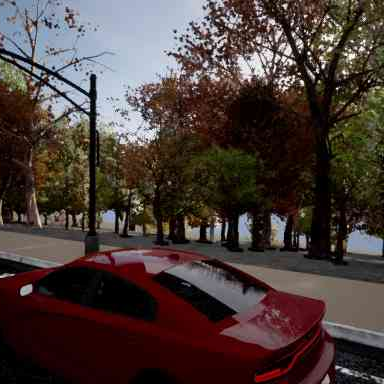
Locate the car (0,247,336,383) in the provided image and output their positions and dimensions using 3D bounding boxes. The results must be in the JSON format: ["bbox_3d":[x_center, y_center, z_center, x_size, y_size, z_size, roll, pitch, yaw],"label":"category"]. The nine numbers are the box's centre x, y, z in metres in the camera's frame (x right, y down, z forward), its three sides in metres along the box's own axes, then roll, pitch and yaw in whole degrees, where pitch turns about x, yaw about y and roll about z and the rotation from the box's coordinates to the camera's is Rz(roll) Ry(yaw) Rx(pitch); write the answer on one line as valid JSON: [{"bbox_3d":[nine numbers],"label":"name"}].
[{"bbox_3d":[-0.876,1.477,4.302,5.008,1.535,1.882,0,0,35],"label":"car"}]
